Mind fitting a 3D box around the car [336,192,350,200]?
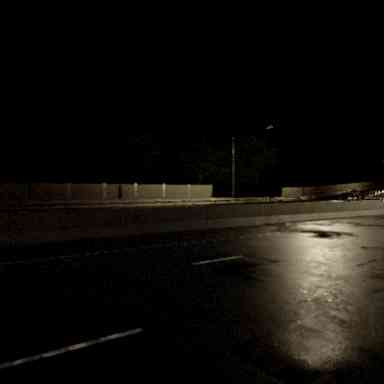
[{"bbox_3d":[38.156,1.287,84.853,2.128,1.511,4.902,0,1,35],"label":"car"}]
